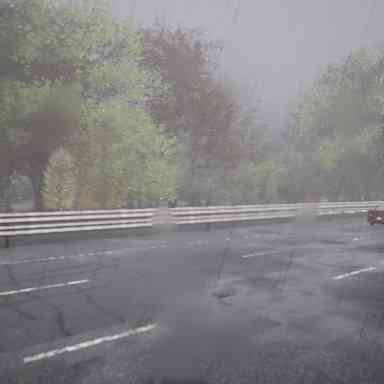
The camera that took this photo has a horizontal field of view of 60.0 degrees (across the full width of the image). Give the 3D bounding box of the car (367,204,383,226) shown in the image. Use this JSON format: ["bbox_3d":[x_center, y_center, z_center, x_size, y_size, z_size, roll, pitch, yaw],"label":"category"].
[{"bbox_3d":[13.592,1.485,22.015,5.008,1.535,1.882,0,0,-35],"label":"car"}]
